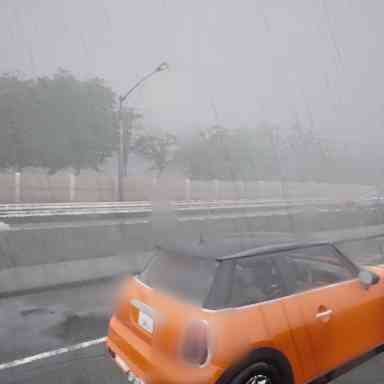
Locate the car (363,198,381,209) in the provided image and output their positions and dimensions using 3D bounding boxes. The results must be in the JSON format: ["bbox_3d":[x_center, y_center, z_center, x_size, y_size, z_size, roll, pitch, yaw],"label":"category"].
[{"bbox_3d":[22.381,1.508,41.228,4.892,1.490,1.837,-2,1,-35],"label":"car"}]

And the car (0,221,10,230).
[{"bbox_3d":[-10.336,1.599,13.814,4.718,1.301,1.895,0,0,-36],"label":"car"}]

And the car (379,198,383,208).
[{"bbox_3d":[23.779,1.610,37.941,4.718,1.301,1.895,0,0,-35],"label":"car"}]

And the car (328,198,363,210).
[{"bbox_3d":[19.362,1.485,42.521,5.008,1.535,1.882,0,0,-38],"label":"car"}]

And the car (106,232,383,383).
[{"bbox_3d":[1.257,1.352,4.641,4.553,1.767,2.097,0,0,-35],"label":"car"}]
